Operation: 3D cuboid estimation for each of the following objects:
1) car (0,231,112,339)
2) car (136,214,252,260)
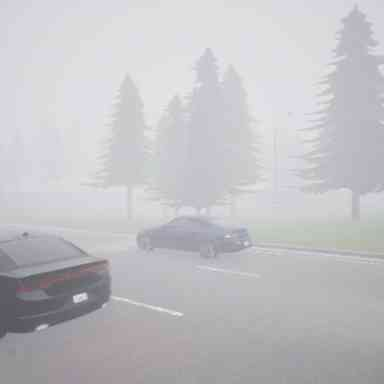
[{"bbox_3d":[-3.771,1.529,6.680,5.008,1.535,1.882,0,0,35],"label":"car"},{"bbox_3d":[-0.018,1.580,12.602,4.674,1.442,1.812,0,0,35],"label":"car"}]
